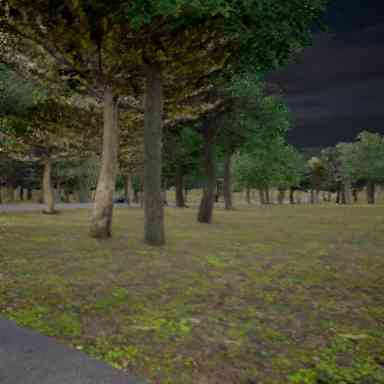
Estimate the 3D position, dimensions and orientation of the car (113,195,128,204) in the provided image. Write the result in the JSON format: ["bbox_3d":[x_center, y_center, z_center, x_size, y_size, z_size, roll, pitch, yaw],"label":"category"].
[{"bbox_3d":[-16.962,1.782,76.959,2.150,2.045,5.566,2,0,32],"label":"car"}]
